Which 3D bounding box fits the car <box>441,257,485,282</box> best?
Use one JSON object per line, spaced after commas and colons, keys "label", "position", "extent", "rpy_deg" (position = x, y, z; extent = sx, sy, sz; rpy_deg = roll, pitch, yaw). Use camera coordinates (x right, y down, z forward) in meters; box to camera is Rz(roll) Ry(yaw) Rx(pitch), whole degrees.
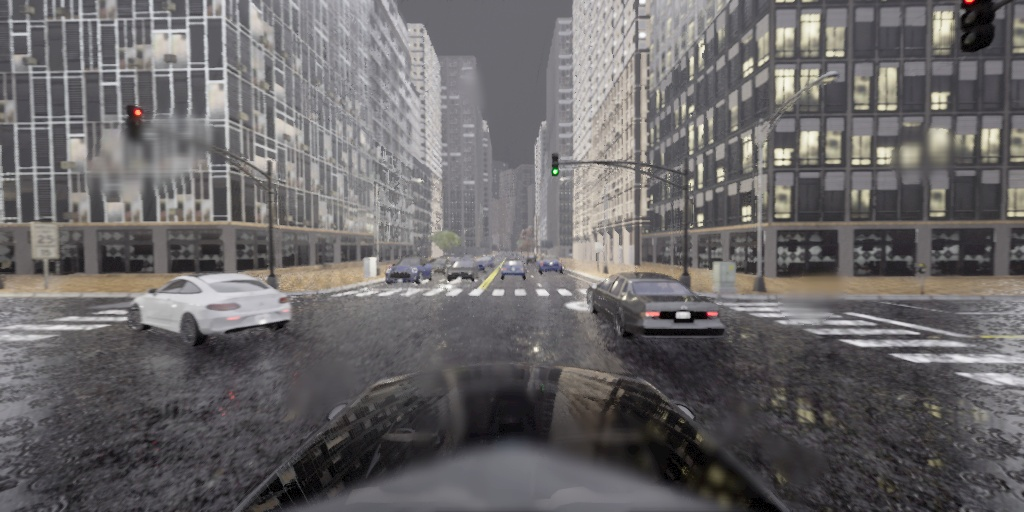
{"label": "car", "position": [-3.352, 1.000, 25.566], "extent": [2.033, 1.411, 5.357], "rpy_deg": [0, 1, 0]}

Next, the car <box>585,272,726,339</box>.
{"label": "car", "position": [3.357, 1.145, 9.548], "extent": [2.033, 1.411, 5.357], "rpy_deg": [0, 1, 0]}

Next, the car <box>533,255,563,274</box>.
{"label": "car", "position": [3.339, 0.671, 32.841], "extent": [2.097, 1.767, 4.553], "rpy_deg": [0, 1, 0]}

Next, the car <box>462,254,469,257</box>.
{"label": "car", "position": [-6.546, 0.840, 42.476], "extent": [2.033, 1.411, 5.357], "rpy_deg": [0, 1, 0]}

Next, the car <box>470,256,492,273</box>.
{"label": "car", "position": [-3.338, 0.947, 35.326], "extent": [1.895, 1.301, 4.718], "rpy_deg": [0, 1, 0]}

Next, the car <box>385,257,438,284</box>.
{"label": "car", "position": [-6.635, 0.852, 23.579], "extent": [2.097, 1.767, 4.553], "rpy_deg": [0, 1, 1]}

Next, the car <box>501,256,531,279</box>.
{"label": "car", "position": [0.092, 0.950, 27.611], "extent": [2.033, 1.411, 5.357], "rpy_deg": [0, 1, 0]}

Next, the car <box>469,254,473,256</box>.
{"label": "car", "position": [-6.517, 0.531, 52.608], "extent": [2.097, 1.767, 4.553], "rpy_deg": [0, 1, 0]}

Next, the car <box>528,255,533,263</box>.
{"label": "car", "position": [3.266, 0.518, 57.979], "extent": [1.882, 1.535, 5.008], "rpy_deg": [0, 1, 0]}

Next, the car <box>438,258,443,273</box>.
{"label": "car", "position": [-6.598, 0.906, 32.677], "extent": [1.837, 1.490, 4.892], "rpy_deg": [0, 1, 0]}

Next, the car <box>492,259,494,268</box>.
{"label": "car", "position": [-3.264, 0.758, 45.539], "extent": [1.812, 1.442, 4.674], "rpy_deg": [0, 1, 0]}

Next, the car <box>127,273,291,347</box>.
{"label": "car", "position": [-7.399, 1.134, 8.807], "extent": [4.674, 1.442, 1.812], "rpy_deg": [1, 1, 28]}
